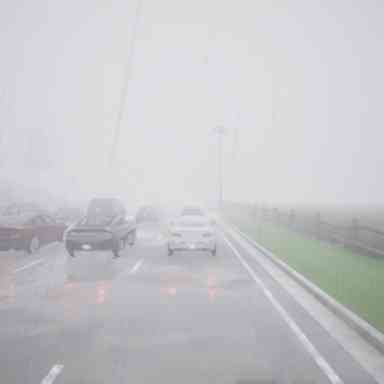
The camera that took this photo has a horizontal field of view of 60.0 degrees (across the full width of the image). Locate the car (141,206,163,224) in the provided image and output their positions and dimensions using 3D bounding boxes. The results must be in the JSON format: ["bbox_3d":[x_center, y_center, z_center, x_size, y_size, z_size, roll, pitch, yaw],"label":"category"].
[{"bbox_3d":[-3.497,1.847,27.506,2.033,1.411,5.357,0,-1,0],"label":"car"}]

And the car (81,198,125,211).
[{"bbox_3d":[-6.997,1.524,27.548,2.150,2.045,5.566,0,0,0],"label":"car"}]

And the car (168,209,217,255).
[{"bbox_3d":[0.020,1.677,13.879,1.812,1.442,4.674,0,0,0],"label":"car"}]

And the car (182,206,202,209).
[{"bbox_3d":[0.014,1.875,28.498,1.994,1.385,4.181,0,-1,0],"label":"car"}]

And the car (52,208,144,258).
[{"bbox_3d":[-3.484,1.640,13.483,2.128,1.511,4.902,0,0,0],"label":"car"}]

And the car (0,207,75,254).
[{"bbox_3d":[-6.978,1.633,14.231,1.882,1.535,5.008,0,0,0],"label":"car"}]

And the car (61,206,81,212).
[{"bbox_3d":[-10.489,1.874,28.441,1.994,1.385,4.181,0,-1,0],"label":"car"}]

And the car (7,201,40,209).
[{"bbox_3d":[-13.988,1.660,28.403,2.097,1.767,4.553,0,-1,0],"label":"car"}]
